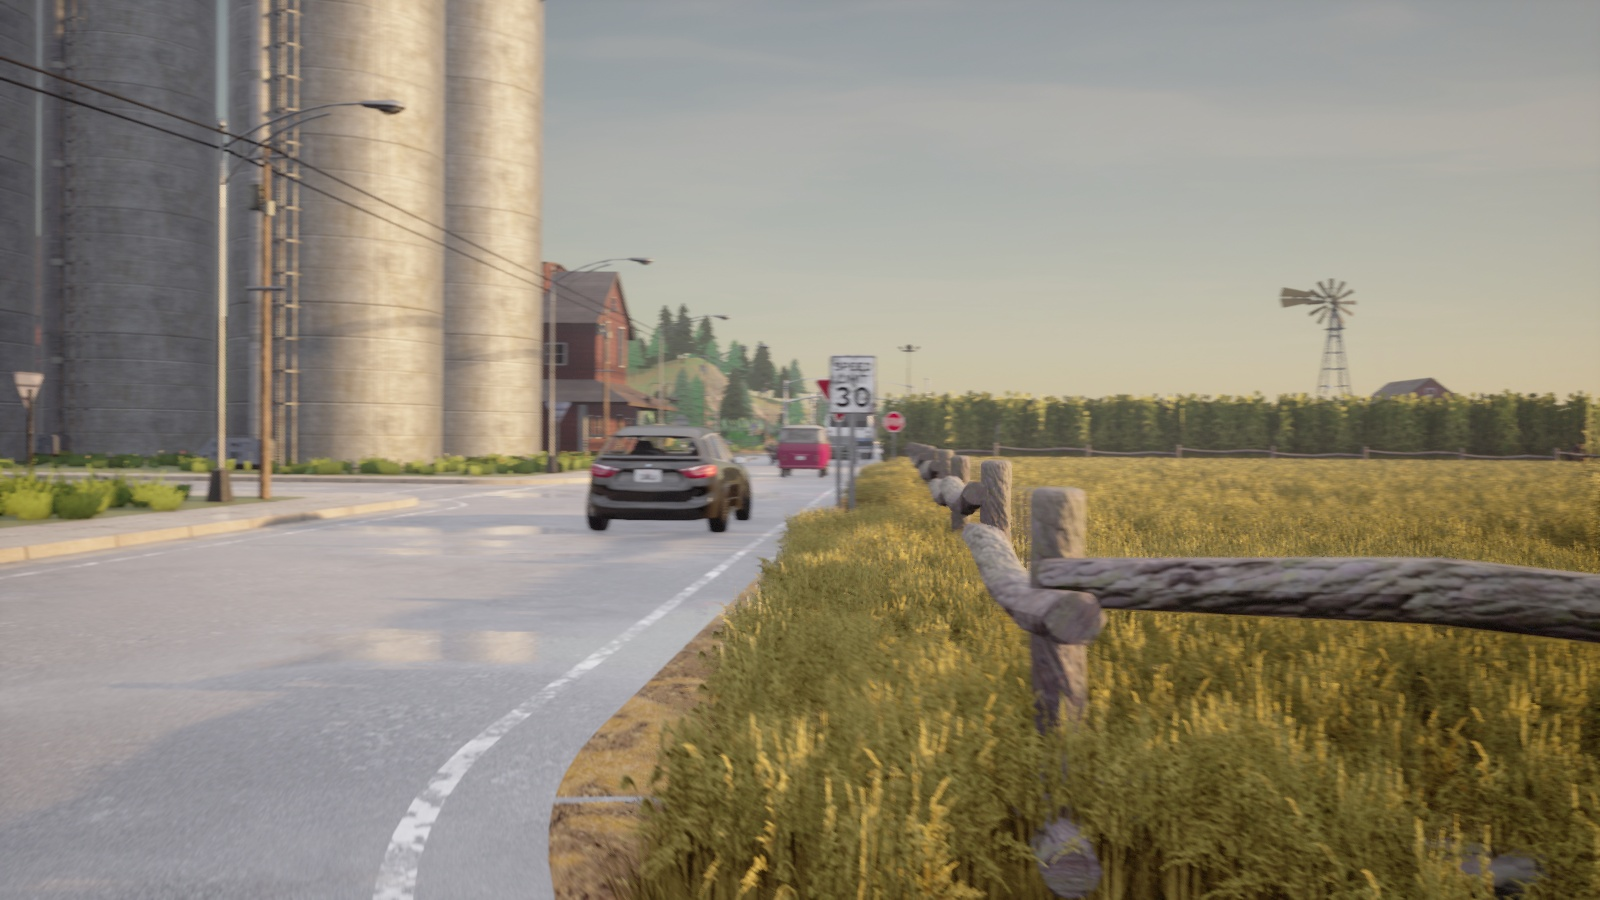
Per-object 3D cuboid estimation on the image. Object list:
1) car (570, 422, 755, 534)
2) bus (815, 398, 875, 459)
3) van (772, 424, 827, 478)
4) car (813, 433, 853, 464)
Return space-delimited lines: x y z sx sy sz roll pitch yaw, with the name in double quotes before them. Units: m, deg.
"car" -2.141 0.401 21.050 2.242 1.667 4.611 0 1 5
"bus" 3.426 -1.532 92.198 3.944 4.253 10.273 0 1 4
"van" 0.017 0.031 48.559 1.775 1.987 4.442 0 0 4
"car" 1.953 -0.106 73.283 2.097 1.767 4.553 0 1 4
